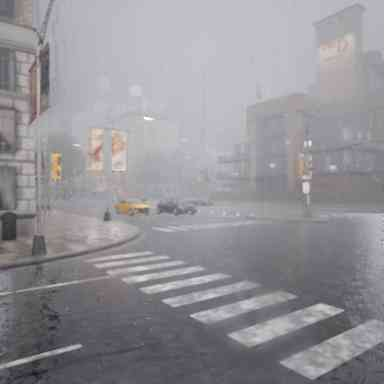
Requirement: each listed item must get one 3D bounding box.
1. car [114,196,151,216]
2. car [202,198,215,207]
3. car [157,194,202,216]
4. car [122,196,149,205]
[{"bbox_3d":[-5.734,1.428,31.763,1.882,1.535,5.008,0,0,-36],"label":"car"},{"bbox_3d":[1.141,1.494,48.139,1.895,1.301,4.718,0,0,-36],"label":"car"},{"bbox_3d":[-1.504,1.289,31.886,2.097,1.767,4.553,0,0,-36],"label":"car"},{"bbox_3d":[-9.532,1.434,56.295,4.674,1.442,1.812,0,0,39],"label":"car"}]
